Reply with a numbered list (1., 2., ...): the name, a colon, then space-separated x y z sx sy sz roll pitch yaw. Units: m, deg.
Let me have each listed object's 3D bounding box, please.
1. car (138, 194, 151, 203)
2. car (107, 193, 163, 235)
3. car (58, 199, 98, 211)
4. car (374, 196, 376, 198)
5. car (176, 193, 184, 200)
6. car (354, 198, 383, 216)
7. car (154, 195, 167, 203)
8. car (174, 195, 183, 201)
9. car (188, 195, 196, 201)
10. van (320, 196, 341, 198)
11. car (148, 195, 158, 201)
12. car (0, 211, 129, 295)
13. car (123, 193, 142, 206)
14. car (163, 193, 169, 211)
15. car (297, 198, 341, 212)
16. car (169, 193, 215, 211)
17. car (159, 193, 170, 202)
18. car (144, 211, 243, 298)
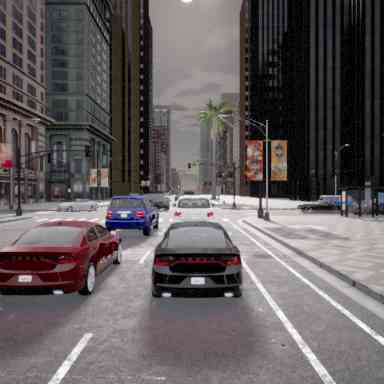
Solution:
1. car: -9.768 1.358 68.873 2.097 1.767 4.553 0 0 0
2. car: -3.184 1.221 18.592 2.150 2.045 5.566 0 0 2
3. car: -13.281 1.526 38.944 1.812 1.442 4.674 1 1 44
4. car: 23.993 1.197 37.094 5.566 2.045 2.150 0 0 0
5. car: -3.274 1.193 91.995 2.097 1.767 4.553 0 0 0
6. car: 17.062 1.548 31.232 4.403 1.369 2.008 0 0 0
7. car: -6.523 1.495 68.793 2.128 1.511 4.902 0 0 0
8. car: -3.272 1.495 81.605 1.837 1.490 4.892 0 0 0
9. car: -0.022 1.504 83.199 1.837 1.490 4.892 0 0 0
10. van: 17.055 1.314 39.756 3.998 1.788 1.690 0 0 0
11. car: -9.772 1.520 83.563 1.812 1.442 4.674 0 0 0
12. car: -3.152 1.477 8.727 1.882 1.535 5.008 0 0 0
13. car: -9.851 1.224 55.549 2.150 2.045 5.566 0 0 0
14. car: -4.453 1.224 40.263 2.150 2.045 5.566 -1 0 -21
15. car: 14.235 1.583 37.093 4.718 1.301 1.895 0 0 0
16. car: 0.097 1.221 18.533 2.150 2.045 5.566 0 0 0
17. car: -6.521 1.229 80.136 2.150 2.045 5.566 0 0 0
18. car: 0.097 1.477 8.573 1.882 1.535 5.008 0 0 0
